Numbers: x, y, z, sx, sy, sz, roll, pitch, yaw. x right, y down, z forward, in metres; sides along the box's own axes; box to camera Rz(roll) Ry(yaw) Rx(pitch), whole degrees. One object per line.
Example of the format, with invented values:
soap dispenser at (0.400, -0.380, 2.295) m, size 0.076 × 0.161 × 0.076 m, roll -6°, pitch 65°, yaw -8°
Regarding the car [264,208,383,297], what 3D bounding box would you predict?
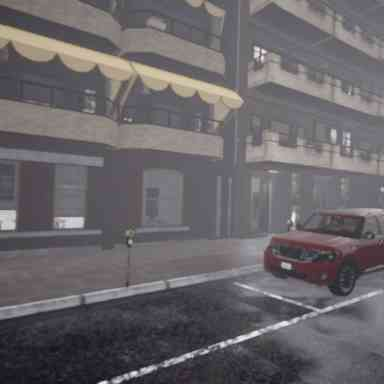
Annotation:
car at (4.218, 1.399, 9.073) m, size 5.009 × 1.841 × 2.192 m, roll 1°, pitch 1°, yaw -35°
